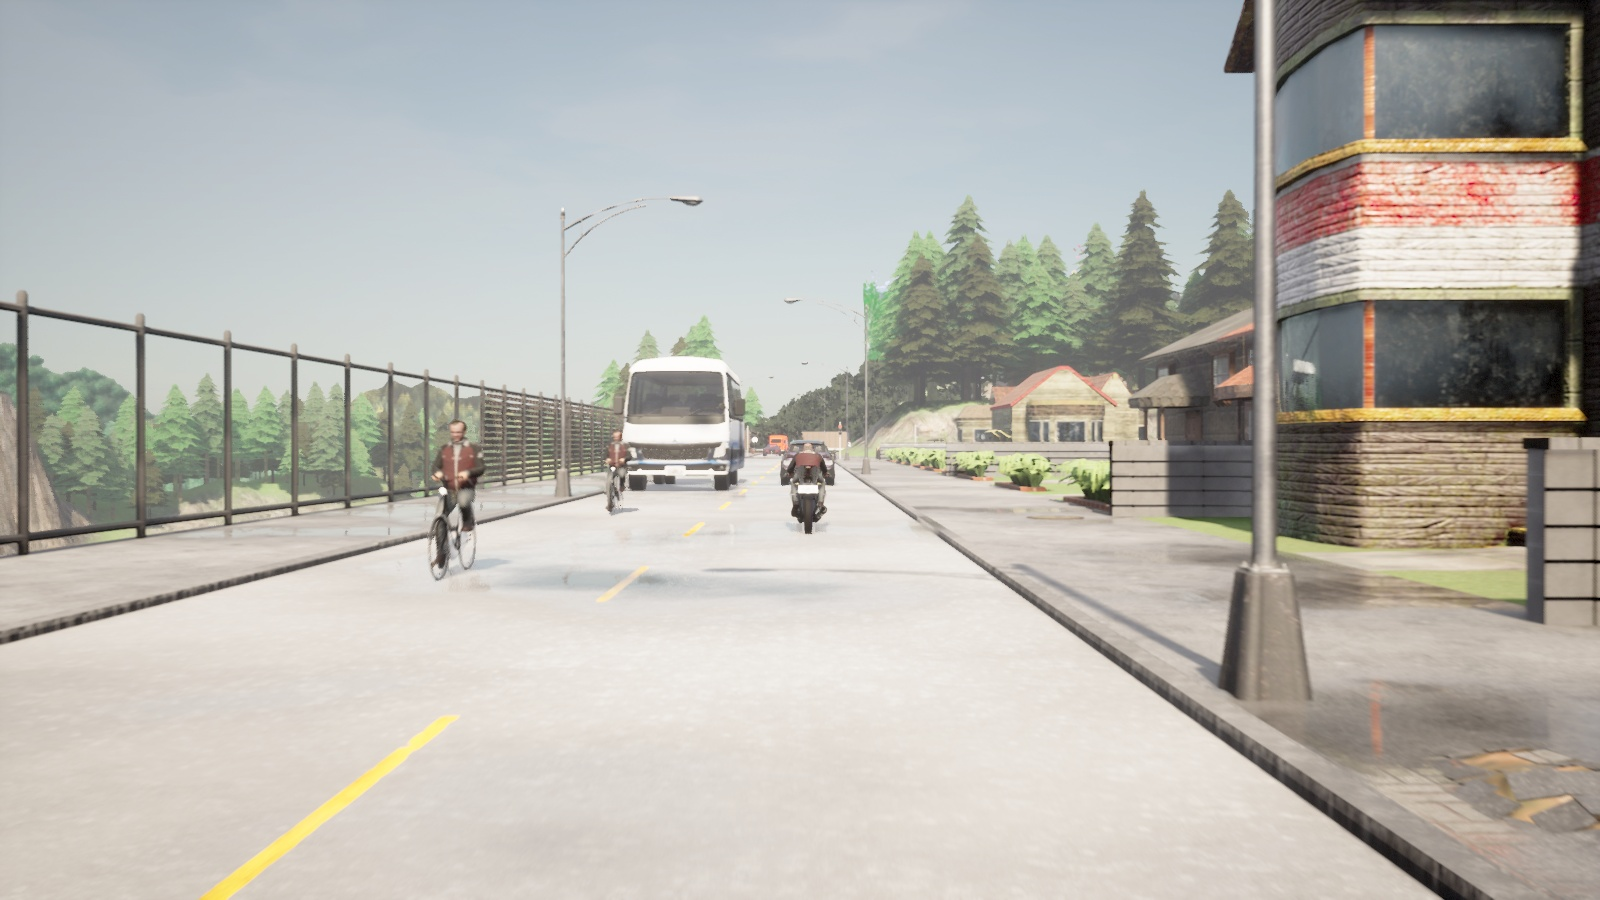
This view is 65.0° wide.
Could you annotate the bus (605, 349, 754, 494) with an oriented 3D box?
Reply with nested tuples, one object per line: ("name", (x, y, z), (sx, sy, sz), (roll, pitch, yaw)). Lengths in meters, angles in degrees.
("bus", (-3.745, -0.870, 42.110), (3.944, 4.253, 10.273), (0, 0, 0))

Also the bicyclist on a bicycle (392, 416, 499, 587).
("bicyclist on a bicycle", (-3.905, 0.535, 13.977), (0.659, 1.776, 1.843), (0, 0, 0))

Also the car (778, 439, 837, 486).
("car", (0.276, 0.418, 45.916), (2.033, 1.649, 4.856), (0, 0, 0))

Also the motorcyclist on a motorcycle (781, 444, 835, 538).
("motorcyclist on a motorcycle", (0.138, 0.660, 21.528), (0.866, 1.530, 2.191), (0, 0, 0))

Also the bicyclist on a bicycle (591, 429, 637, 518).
("bicyclist on a bicycle", (-3.837, 0.467, 26.012), (0.659, 1.776, 1.843), (0, 0, 0))
